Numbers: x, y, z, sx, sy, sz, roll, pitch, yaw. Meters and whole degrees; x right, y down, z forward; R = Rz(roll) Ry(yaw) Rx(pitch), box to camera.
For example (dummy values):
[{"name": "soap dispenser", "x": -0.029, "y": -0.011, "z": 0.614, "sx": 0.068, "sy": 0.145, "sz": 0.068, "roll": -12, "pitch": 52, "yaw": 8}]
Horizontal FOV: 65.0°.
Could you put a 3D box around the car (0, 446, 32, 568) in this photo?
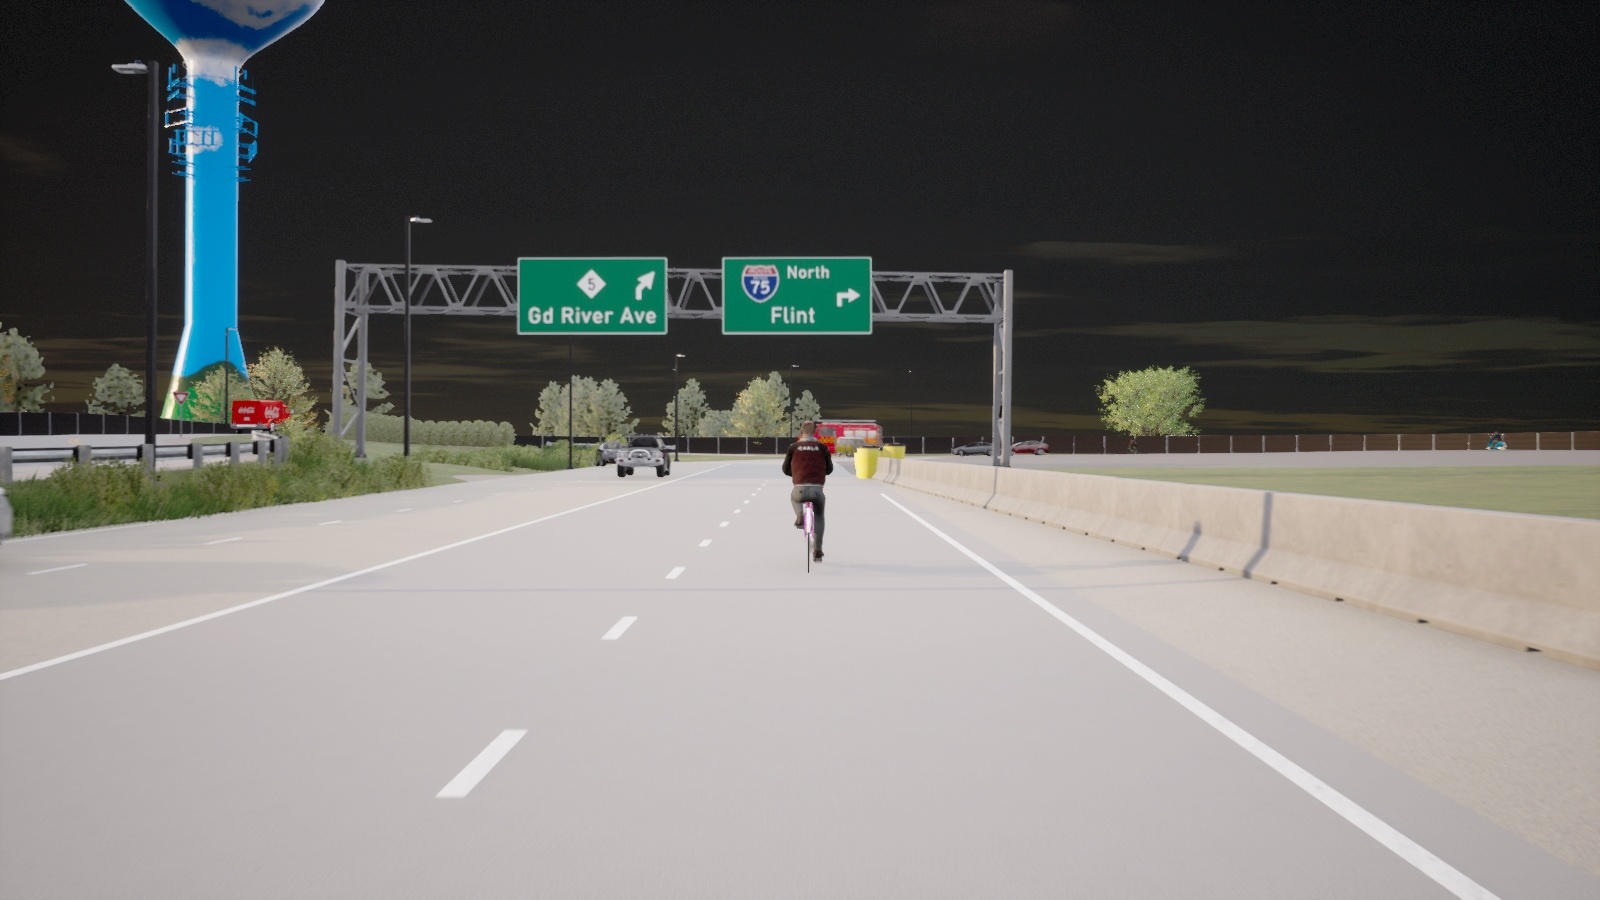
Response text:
[{"name": "car", "x": -10.409, "y": 0.684, "z": 13.184, "sx": 1.812, "sy": 1.442, "sz": 4.674, "roll": 0, "pitch": 0, "yaw": 0}]

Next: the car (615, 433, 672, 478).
[{"name": "car", "x": -6.684, "y": 0.221, "z": 53.937, "sx": 1.932, "sy": 1.855, "sz": 4.605, "roll": 0, "pitch": 0, "yaw": -1}]

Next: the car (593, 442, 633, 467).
[{"name": "car", "x": -11.270, "y": 0.262, "z": 75.490, "sx": 1.845, "sy": 1.501, "sz": 3.633, "roll": 0, "pitch": 0, "yaw": -17}]

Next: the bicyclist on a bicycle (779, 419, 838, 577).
[{"name": "bicyclist on a bicycle", "x": 0.101, "y": 0.533, "z": 15.010, "sx": 0.659, "sy": 1.776, "sz": 1.843, "roll": 0, "pitch": 1, "yaw": 0}]
